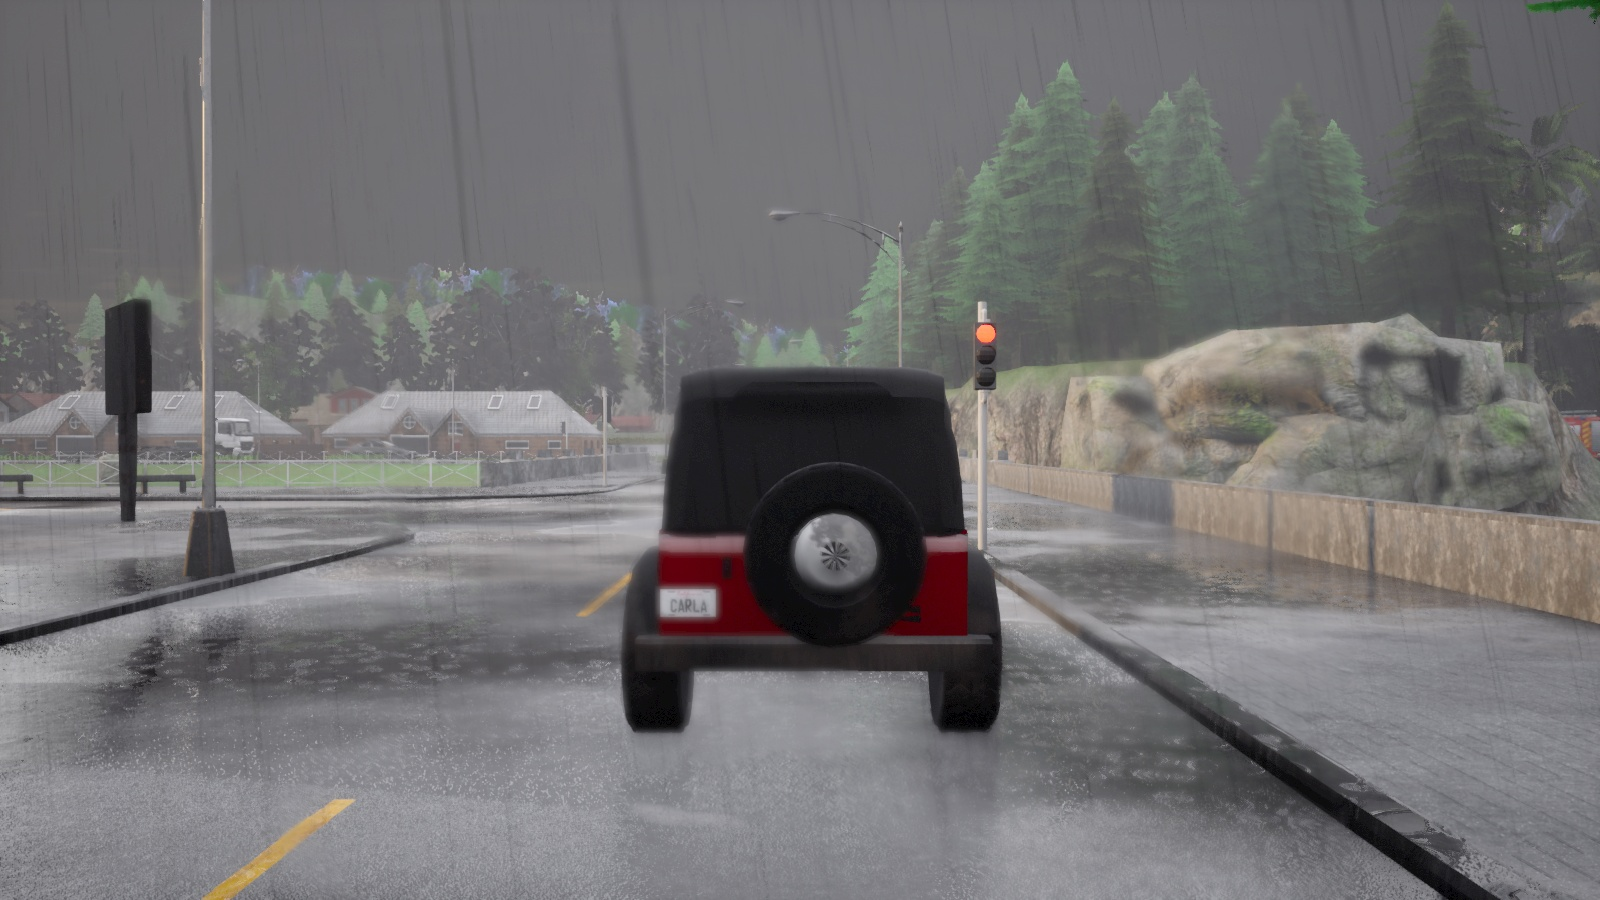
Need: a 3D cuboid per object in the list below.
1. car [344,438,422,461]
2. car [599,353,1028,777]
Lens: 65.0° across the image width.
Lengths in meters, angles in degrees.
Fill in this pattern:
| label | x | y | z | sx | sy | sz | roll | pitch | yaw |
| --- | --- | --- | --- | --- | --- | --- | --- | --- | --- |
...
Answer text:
| label | x | y | z | sx | sy | sz | roll | pitch | yaw |
| --- | --- | --- | --- | --- | --- | --- | --- | --- | --- |
| car | -30.559 | -0.019 | 92.124 | 5.027 | 1.651 | 2.152 | 0 | 0 | 0 |
| car | 0.062 | 0.500 | 7.508 | 1.905 | 1.878 | 3.866 | 0 | 0 | 0 |
